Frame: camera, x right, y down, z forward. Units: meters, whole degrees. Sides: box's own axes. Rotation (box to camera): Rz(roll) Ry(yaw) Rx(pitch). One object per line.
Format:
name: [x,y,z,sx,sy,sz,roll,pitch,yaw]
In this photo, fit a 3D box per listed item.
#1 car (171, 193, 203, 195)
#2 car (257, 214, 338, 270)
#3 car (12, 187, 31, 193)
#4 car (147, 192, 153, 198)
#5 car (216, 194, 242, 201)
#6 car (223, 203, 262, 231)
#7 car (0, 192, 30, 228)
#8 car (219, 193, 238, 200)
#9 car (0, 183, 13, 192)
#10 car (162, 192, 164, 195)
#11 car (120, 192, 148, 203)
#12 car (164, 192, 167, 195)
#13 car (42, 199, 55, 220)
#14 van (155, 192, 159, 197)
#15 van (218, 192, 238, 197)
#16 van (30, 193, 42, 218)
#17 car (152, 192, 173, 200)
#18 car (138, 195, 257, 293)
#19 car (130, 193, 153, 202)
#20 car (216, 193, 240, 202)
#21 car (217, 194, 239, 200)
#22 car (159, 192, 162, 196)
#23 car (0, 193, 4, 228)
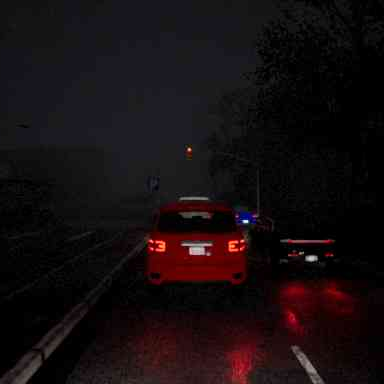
car: [0.120,1.238,19.402,2.150,2.045,5.566,0,0,0]
car: [3.091,1.499,11.012,2.128,1.511,4.902,0,0,0]
car: [-28.262,0.114,55.849,2.002,1.452,4.674,6,-3,-19]
car: [-10.918,1.287,68.003,5.366,1.575,1.946,-1,0,-15]
car: [8.075,1.233,73.602,5.366,1.575,1.946,1,0,-13]
car: [3.137,1.544,21.565,1.812,1.442,4.674,0,0,0]
car: [-13.755,1.259,21.186,5.566,2.045,2.435,-1,0,-20]
car: [9.310,1.093,85.310,4.553,1.767,2.185,1,0,-12]
car: [-31.256,-0.448,55.904,2.435,2.045,5.566,6,-3,-19]
car: [-9.779,1.326,79.964,4.674,1.452,2.002,-1,0,-13]
car: [-11.557,1.331,65.010,4.792,1.488,2.163,-1,0,-15]
car: [-9.412,1.324,82.966,4.674,1.452,2.002,-1,0,-13]
car: [-13.674,1.393,27.200,4.553,1.767,2.185,-1,0,-19]
van: [-10.369,1.062,73.996,4.442,1.987,1.878,-1,0,-14]
van: [7.166,1.014,67.637,4.442,1.987,1.878,1,0,-14]
van: [-13.644,1.288,24.222,4.442,1.987,1.878,-1,0,-20]
car: [-8.162,1.026,91.956,5.566,2.045,2.435,-1,0,-12]
car: [0.089,1.226,9.044,2.150,2.045,5.566,0,0,0]
car: [-10.829,1.166,70.955,4.553,1.767,2.185,-1,0,-14]
car: [7.544,1.112,70.607,4.553,1.767,2.185,1,0,-14]
car: [8.580,1.267,79.442,4.674,1.452,2.002,1,0,-13]
car: [-10.146,1.289,76.968,4.892,1.521,2.231,-1,0,-14]
car: [-13.822,1.256,18.149,5.566,2.045,2.435,-1,0,-20]
